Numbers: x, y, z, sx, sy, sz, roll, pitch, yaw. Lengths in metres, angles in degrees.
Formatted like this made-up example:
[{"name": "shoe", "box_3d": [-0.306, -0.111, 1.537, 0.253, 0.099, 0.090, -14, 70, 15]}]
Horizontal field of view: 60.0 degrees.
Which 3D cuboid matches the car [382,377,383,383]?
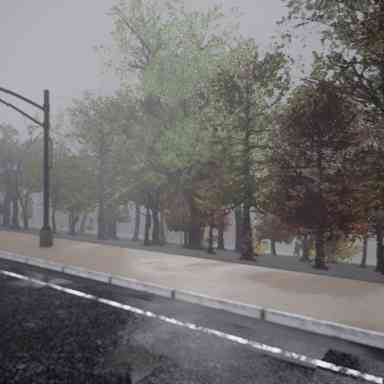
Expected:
[{"name": "car", "box_3d": [3.741, 1.221, 0.998, 5.566, 2.045, 2.150, 0, 0, 35]}]
